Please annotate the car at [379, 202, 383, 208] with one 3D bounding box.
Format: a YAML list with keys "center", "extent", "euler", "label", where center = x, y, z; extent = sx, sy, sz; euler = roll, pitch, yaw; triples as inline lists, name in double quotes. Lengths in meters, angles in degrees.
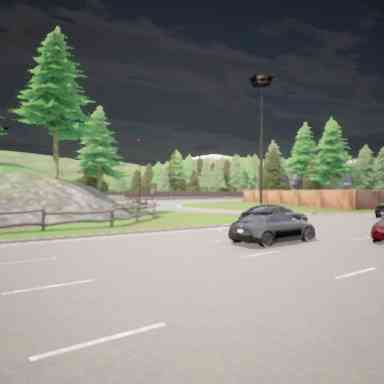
- center: [15.906, 1.590, 23.717]
  extent: [5.357, 1.411, 2.033]
  euler: [0, 0, -35]
  label: "car"

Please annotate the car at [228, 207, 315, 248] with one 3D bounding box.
- center: [3.637, 1.583, 14.962]
  extent: [4.181, 1.385, 1.994]
  euler: [0, 0, -35]
  label: "car"

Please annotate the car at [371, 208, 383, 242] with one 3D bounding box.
- center: [10.034, 1.591, 15.212]
  extent: [4.181, 1.385, 1.994]
  euler: [0, 0, -35]
  label: "car"

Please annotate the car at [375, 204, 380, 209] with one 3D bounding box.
- center: [18.095, 1.555, 29.567]
  extent: [4.892, 1.490, 1.837]
  euler: [0, 0, -35]
  label: "car"

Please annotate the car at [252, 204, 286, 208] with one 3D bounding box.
- center: [5.033, 1.530, 20.243]
  extent: [4.892, 1.490, 1.837]
  euler: [0, 0, -35]
  label: "car"
